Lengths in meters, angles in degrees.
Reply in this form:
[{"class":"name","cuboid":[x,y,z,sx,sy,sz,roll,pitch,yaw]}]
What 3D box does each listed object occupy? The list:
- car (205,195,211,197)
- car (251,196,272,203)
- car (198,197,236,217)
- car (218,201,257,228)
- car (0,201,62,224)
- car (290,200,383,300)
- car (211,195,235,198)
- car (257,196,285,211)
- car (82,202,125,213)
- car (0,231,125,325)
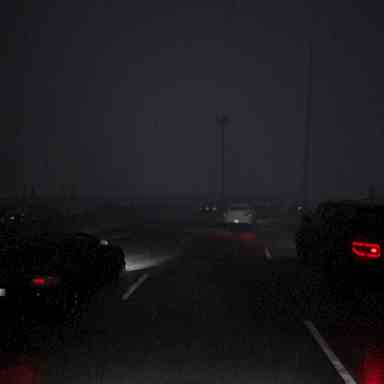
[{"class":"car","cuboid":[3.423,1.338,62.036,2.128,1.511,4.902,0,0,36]},{"class":"car","cuboid":[13.164,1.424,63.097,1.895,1.301,4.718,0,0,40]},{"class":"car","cuboid":[2.143,1.441,30.115,2.033,1.411,5.357,0,0,20]},{"class":"car","cuboid":[3.111,1.448,21.312,1.812,1.442,4.674,0,0,14]},{"class":"car","cuboid":[-11.013,1.472,23.182,1.994,1.385,4.181,0,0,14]},{"class":"car","cuboid":[4.192,1.197,8.382,2.150,2.045,5.566,0,0,6]},{"class":"car","cuboid":[6.059,1.331,59.690,2.128,1.511,4.902,0,0,36]},{"class":"car","cuboid":[9.206,1.411,37.800,2.033,1.411,5.357,0,0,26]},{"class":"car","cuboid":[-6.706,1.470,25.756,1.994,1.385,4.181,0,0,16]},{"class":"car","cuboid":[-2.888,1.529,7.210,1.994,1.385,4.181,0,0,5]}]
